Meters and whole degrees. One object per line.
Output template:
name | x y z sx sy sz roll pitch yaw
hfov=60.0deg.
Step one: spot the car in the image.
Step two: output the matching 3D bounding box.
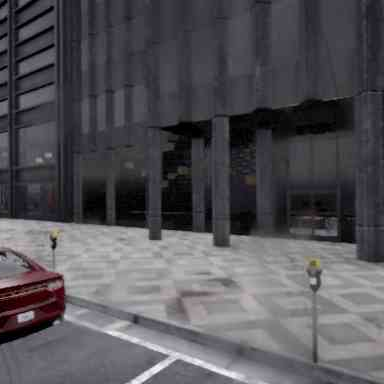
car | -4.102 1.605 5.891 4.507 1.381 1.887 -1 0 35
